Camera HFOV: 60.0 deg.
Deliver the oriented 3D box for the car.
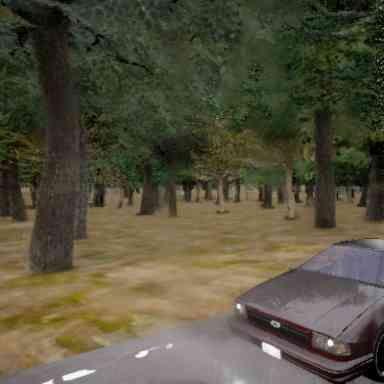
[{"bbox_3d":[3.133,1.545,5.608,5.357,1.411,2.033,0,0,-35],"label":"car"}]
